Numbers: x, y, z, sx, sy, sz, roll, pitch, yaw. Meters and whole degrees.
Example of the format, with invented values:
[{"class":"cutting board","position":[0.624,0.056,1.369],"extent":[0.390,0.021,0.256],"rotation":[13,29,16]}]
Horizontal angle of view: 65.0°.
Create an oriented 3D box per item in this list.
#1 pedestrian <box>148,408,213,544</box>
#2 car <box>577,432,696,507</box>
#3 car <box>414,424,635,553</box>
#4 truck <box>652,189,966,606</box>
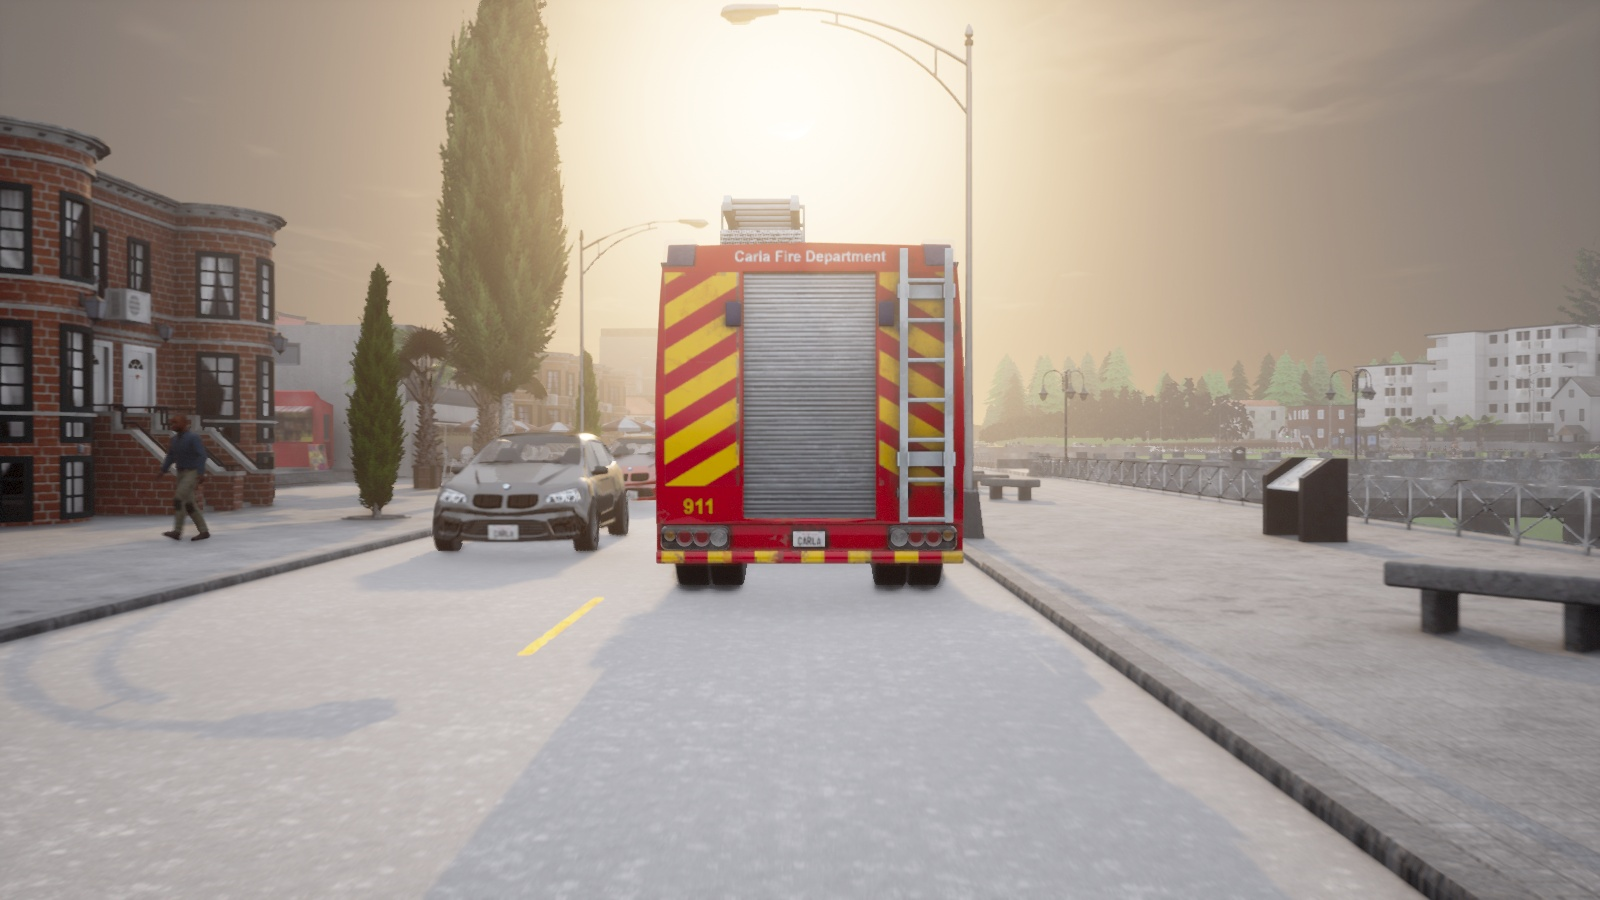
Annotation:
[{"class":"pedestrian","position":[-8.613,0.351,17.469],"extent":[0.370,1.835,0.726],"rotation":[0,0,30]},{"class":"car","position":[-3.817,0.417,30.224],"extent":[2.242,1.667,4.611],"rotation":[0,0,0]},{"class":"car","position":[-3.881,0.483,18.598],"extent":[2.242,1.667,4.611],"rotation":[0,0,0]},{"class":"truck","position":[0.103,-0.507,15.785],"extent":[2.891,3.827,8.468],"rotation":[0,0,0]}]
